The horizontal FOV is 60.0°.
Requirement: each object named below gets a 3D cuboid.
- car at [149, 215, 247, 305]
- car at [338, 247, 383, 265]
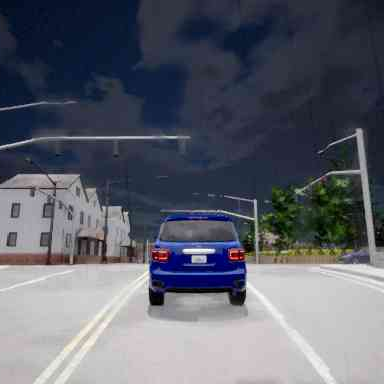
[{"bbox_3d":[0.085,1.759,9.277,2.150,2.045,5.566,0,-7,-1],"label":"car"},{"bbox_3d":[15.446,5.654,29.570,4.553,1.767,2.097,0,-12,1],"label":"car"}]
